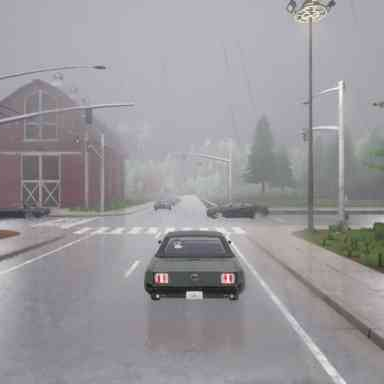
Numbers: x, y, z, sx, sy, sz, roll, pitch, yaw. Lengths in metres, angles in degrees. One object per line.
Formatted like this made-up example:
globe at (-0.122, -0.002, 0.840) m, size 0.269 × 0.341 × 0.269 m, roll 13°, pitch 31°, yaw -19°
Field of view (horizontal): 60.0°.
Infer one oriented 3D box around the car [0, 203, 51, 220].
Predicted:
car at (-13.979, 1.574, 26.565) m, size 4.718 × 1.301 × 1.895 m, roll 0°, pitch 0°, yaw -1°

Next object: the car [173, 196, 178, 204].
car at (-3.593, 1.505, 52.134) m, size 1.837 × 1.490 × 4.892 m, roll 0°, pitch 0°, yaw 0°

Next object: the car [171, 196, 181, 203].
car at (-3.501, 1.590, 72.514) m, size 1.895 × 1.301 × 4.718 m, roll 0°, pitch 0°, yaw 0°

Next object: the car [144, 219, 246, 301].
car at (0.066, 1.601, 8.300) m, size 1.895 × 1.301 × 4.718 m, roll 0°, pitch 0°, yaw 0°

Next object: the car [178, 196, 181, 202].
car at (-3.563, 1.505, 62.206) m, size 1.837 × 1.490 × 4.892 m, roll 0°, pitch 0°, yaw 0°

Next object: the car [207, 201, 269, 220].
car at (3.689, 1.458, 26.886) m, size 5.008 × 1.535 × 1.882 m, roll 0°, pitch 0°, yaw -1°

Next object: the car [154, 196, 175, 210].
car at (-3.599, 1.564, 42.112) m, size 1.994 × 1.385 × 4.181 m, roll 0°, pitch 0°, yaw 0°
